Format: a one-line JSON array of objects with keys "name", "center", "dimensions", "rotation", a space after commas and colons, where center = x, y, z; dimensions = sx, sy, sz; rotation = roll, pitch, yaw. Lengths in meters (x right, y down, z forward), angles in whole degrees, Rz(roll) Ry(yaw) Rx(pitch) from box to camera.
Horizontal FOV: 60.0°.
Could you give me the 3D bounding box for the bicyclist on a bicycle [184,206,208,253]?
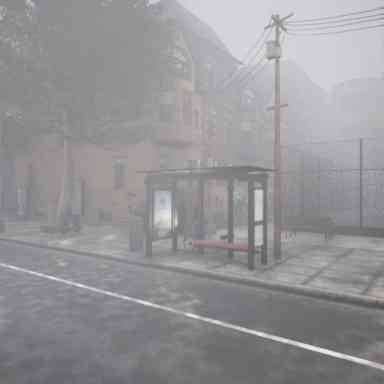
[{"name": "bicyclist on a bicycle", "center": [0.228, 1.338, 11.917], "dimensions": [0.582, 1.620, 1.656], "rotation": [0, -4, 36]}]
